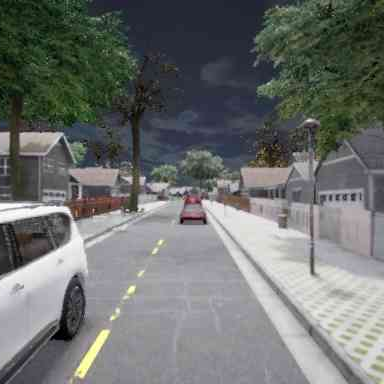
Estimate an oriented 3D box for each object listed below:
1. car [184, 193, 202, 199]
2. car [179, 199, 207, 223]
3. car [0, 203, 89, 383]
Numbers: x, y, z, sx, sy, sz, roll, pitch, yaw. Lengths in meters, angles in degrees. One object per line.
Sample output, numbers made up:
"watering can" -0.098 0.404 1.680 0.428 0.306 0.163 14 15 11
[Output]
"car" 0.105 1.170 43.718 2.150 2.045 5.566 0 0 0
"car" 0.099 1.504 24.916 1.994 1.385 4.181 0 0 0
"car" -2.837 1.207 3.545 2.150 2.045 5.566 0 0 0
